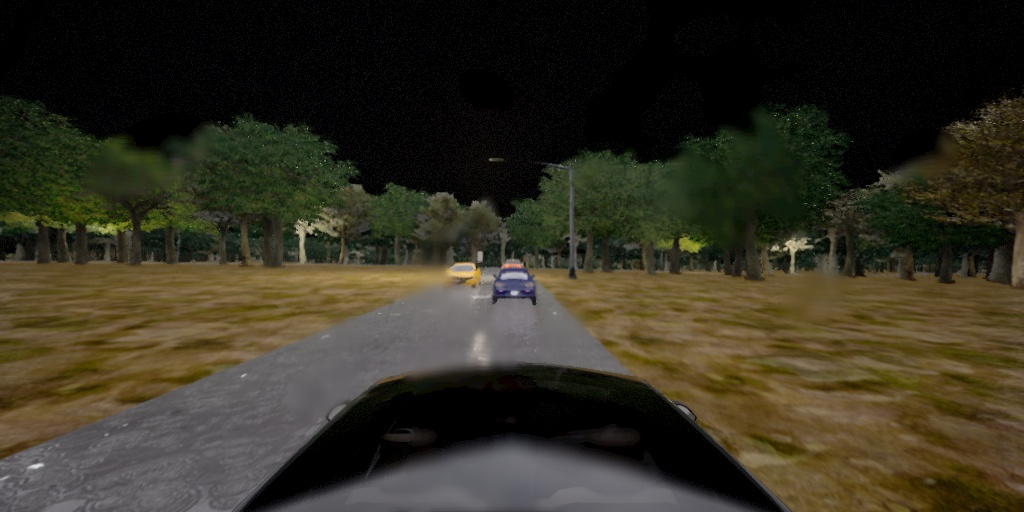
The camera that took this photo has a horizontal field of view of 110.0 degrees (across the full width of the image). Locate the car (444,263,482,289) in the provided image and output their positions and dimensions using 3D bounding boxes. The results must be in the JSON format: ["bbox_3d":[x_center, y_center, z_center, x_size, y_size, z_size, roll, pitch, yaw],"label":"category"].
[{"bbox_3d":[-3.002,1.179,22.623,1.882,1.535,5.008,0,0,0],"label":"car"}]

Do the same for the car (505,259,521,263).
[{"bbox_3d":[0.093,1.072,35.112,2.097,1.767,4.553,0,0,0],"label":"car"}]

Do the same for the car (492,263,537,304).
[{"bbox_3d":[0.096,1.238,16.033,1.812,1.442,4.674,0,0,0],"label":"car"}]
